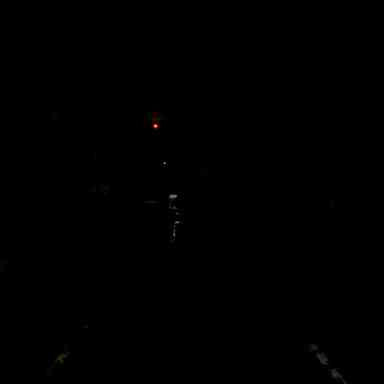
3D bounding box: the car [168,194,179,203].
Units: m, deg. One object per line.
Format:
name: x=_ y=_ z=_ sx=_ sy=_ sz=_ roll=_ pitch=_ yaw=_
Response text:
car: x=-3.500 y=1.217 z=62.562 sx=2.128 sy=1.511 sz=4.902 roll=0 pitch=1 yaw=0
